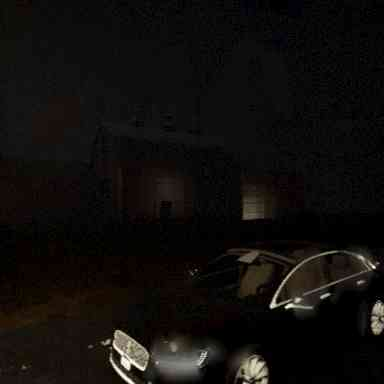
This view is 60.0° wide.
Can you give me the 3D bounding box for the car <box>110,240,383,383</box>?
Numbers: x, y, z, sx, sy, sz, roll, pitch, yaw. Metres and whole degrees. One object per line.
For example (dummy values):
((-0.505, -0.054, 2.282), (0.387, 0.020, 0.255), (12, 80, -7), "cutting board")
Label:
((1.223, 1.556, 4.984), (4.892, 1.490, 1.837), (0, -1, -38), "car")
